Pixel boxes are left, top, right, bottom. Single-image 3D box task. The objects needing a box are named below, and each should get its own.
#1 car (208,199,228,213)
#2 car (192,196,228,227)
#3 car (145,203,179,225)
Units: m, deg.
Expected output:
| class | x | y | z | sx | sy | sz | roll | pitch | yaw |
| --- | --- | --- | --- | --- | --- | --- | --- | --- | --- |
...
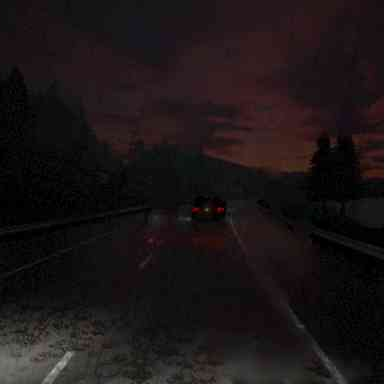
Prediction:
| class | x | y | z | sx | sy | sz | roll | pitch | yaw |
| --- | --- | --- | --- | --- | --- | --- | --- | --- | --- |
| car | 3.298 | 1.636 | 40.679 | 2.033 | 1.411 | 5.357 | 0 | 0 | 9 |
| car | 1.203 | 1.271 | 23.152 | 2.150 | 2.045 | 5.566 | 0 | 0 | 5 |
| car | -2.164 | 1.553 | 24.682 | 1.837 | 1.490 | 4.892 | 0 | 0 | 5 |
